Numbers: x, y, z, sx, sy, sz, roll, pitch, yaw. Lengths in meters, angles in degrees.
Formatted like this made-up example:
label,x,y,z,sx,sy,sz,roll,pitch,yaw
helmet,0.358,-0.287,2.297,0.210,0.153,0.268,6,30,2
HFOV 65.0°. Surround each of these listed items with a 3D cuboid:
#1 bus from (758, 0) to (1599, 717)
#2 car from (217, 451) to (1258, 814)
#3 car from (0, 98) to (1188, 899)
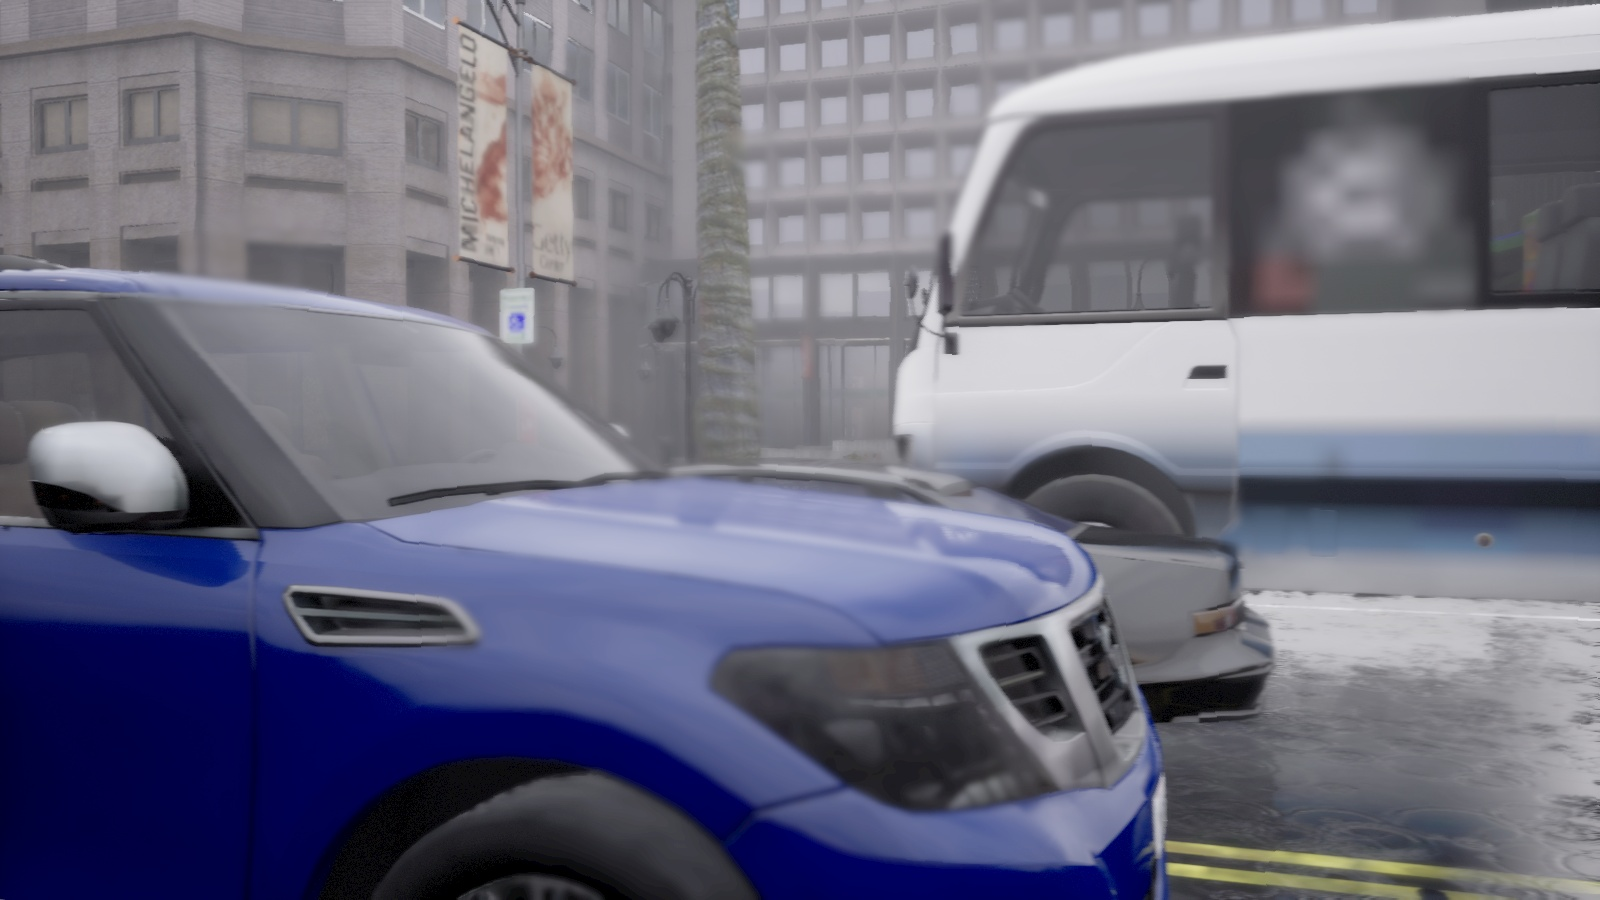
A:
label,x,y,z,sx,sy,sz,roll,pitch,yaw
bus,5.224,-0.659,8.796,10.273,4.253,3.944,1,1,19
car,-0.332,0.756,6.997,5.357,1.411,2.033,1,1,19
car,-1.773,0.479,3.786,5.566,2.045,2.150,0,1,19
